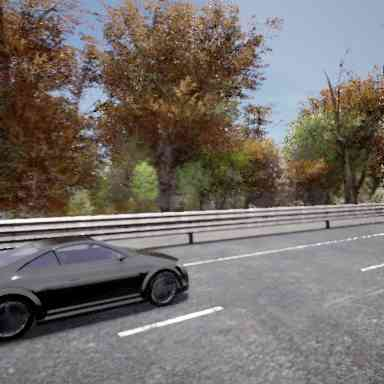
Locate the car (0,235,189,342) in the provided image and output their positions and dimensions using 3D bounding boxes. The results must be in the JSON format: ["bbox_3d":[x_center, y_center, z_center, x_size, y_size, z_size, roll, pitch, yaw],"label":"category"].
[{"bbox_3d":[-2.124,1.557,6.534,4.181,1.385,1.994,0,0,-35],"label":"car"}]
